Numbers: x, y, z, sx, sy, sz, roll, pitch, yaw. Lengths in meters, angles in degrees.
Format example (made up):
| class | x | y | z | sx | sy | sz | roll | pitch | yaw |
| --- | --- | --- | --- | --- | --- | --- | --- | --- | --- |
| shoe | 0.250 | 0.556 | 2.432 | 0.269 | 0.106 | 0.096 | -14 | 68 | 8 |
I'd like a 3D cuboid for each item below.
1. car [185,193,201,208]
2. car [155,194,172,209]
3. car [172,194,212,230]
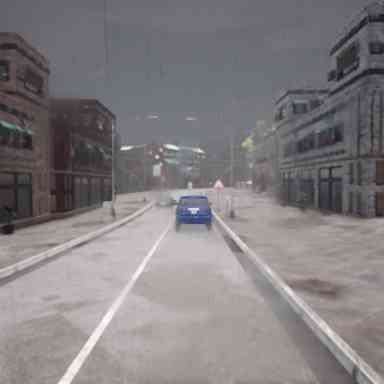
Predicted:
| class | x | y | z | sx | sy | sz | roll | pitch | yaw |
| --- | --- | --- | --- | --- | --- | --- | --- | --- | --- |
| car | 0.099 | 1.004 | 39.475 | 1.812 | 1.442 | 4.674 | 0 | 3 | 0 |
| car | -3.094 | 1.029 | 38.278 | 2.128 | 1.511 | 4.902 | 0 | 3 | 0 |
| car | 0.100 | 1.205 | 21.134 | 2.150 | 2.045 | 5.566 | 0 | 0 | 0 |
